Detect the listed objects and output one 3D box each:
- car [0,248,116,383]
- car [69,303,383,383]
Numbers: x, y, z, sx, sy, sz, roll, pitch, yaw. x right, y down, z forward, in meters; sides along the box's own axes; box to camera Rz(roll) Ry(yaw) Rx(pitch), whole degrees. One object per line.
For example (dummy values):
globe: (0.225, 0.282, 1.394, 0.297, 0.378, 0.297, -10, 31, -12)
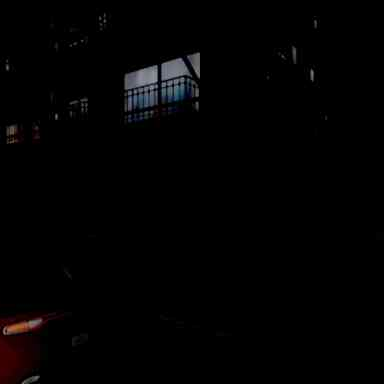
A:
car: (-3.088, 1.542, 5.093, 4.507, 1.381, 1.887, 0, 0, 36)
car: (1.493, 1.566, 1.809, 4.313, 1.339, 1.947, 0, 0, 36)
